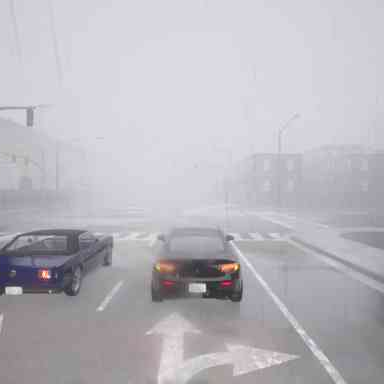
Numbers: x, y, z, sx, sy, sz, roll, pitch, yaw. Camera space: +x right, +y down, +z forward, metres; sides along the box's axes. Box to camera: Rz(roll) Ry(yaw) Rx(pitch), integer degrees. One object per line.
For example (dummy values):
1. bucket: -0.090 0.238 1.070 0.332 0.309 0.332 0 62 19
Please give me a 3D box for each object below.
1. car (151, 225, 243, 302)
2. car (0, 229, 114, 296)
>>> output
1. car: 0.100 1.525 8.158 1.812 1.442 4.674 0 0 0
2. car: -3.398 1.601 8.591 1.895 1.301 4.718 0 0 0
